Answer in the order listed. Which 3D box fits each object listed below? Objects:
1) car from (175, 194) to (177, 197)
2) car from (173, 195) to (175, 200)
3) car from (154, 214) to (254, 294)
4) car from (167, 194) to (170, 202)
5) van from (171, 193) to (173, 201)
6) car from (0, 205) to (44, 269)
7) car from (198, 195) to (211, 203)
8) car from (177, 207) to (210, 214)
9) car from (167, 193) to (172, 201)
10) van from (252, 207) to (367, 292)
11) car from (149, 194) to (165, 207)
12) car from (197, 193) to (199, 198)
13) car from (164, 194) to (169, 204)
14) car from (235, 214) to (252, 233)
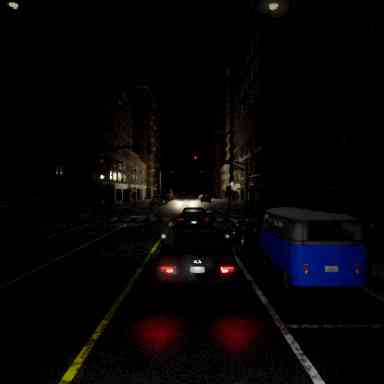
[{"bbox_3d":[-5.687,1.282,85.005,2.192,1.841,5.009,0,0,0],"label":"car"},{"bbox_3d":[-5.685,1.516,79.554,2.008,1.369,4.403,0,0,0],"label":"car"},{"bbox_3d":[0.099,1.546,8.923,2.033,1.411,5.357,0,0,0],"label":"car"},{"bbox_3d":[-5.682,1.509,63.202,1.887,1.381,4.507,0,0,0],"label":"car"},{"bbox_3d":[-5.685,1.305,74.104,1.690,1.788,3.998,0,0,0],"label":"van"},{"bbox_3d":[-5.671,1.313,8.612,2.192,1.841,5.009,0,0,0],"label":"car"},{"bbox_3d":[2.841,1.404,68.690,1.967,1.590,4.097,0,0,0],"label":"car"},{"bbox_3d":[0.097,1.557,19.243,1.994,1.385,4.181,0,0,0],"label":"car"},{"bbox_3d":[-5.683,1.508,68.653,1.887,1.381,4.507,0,0,0],"label":"car"},{"bbox_3d":[2.853,1.339,8.653,1.690,1.788,3.998,0,0,0],"label":"van"},{"bbox_3d":[-5.680,1.493,52.131,1.752,1.417,4.829,0,0,0],"label":"car"},{"bbox_3d":[2.840,1.516,79.588,2.008,1.369,4.403,0,0,0],"label":"car"},{"bbox_3d":[-5.681,1.516,57.751,2.008,1.369,4.403,0,0,0],"label":"car"},{"bbox_3d":[2.853,1.562,14.314,1.947,1.339,4.313,0,0,0],"label":"car"}]
